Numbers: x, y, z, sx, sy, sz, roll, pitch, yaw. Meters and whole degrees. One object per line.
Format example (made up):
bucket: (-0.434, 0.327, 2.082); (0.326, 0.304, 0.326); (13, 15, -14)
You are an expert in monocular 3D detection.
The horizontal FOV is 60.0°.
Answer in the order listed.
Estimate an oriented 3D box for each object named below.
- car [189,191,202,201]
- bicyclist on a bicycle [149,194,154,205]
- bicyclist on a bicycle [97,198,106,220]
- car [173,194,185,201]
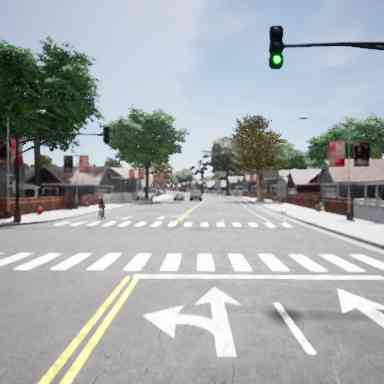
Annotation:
car: (0.786, 0.771, 64.132); (2.150, 2.045, 5.566); (0, 1, 5)
bicyclist on a bicycle: (-5.826, 1.097, 48.396); (0.866, 1.612, 1.509); (0, 1, 2)
bicyclist on a bicycle: (-6.929, 1.303, 25.515); (0.582, 1.620, 1.656); (0, 1, 2)
car: (-2.451, 1.062, 64.424); (1.812, 1.442, 4.674); (0, 1, 5)
